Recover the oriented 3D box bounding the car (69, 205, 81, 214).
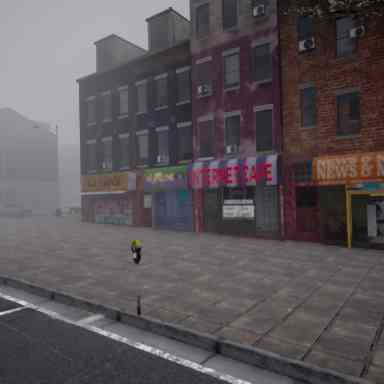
[{"bbox_3d":[-10.756,1.608,36.514,2.033,1.411,5.357,-2,-1,35],"label":"car"}]

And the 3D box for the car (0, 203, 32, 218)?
[{"bbox_3d":[-16.208,1.630,28.922,1.994,1.385,4.181,-2,-1,36],"label":"car"}]
